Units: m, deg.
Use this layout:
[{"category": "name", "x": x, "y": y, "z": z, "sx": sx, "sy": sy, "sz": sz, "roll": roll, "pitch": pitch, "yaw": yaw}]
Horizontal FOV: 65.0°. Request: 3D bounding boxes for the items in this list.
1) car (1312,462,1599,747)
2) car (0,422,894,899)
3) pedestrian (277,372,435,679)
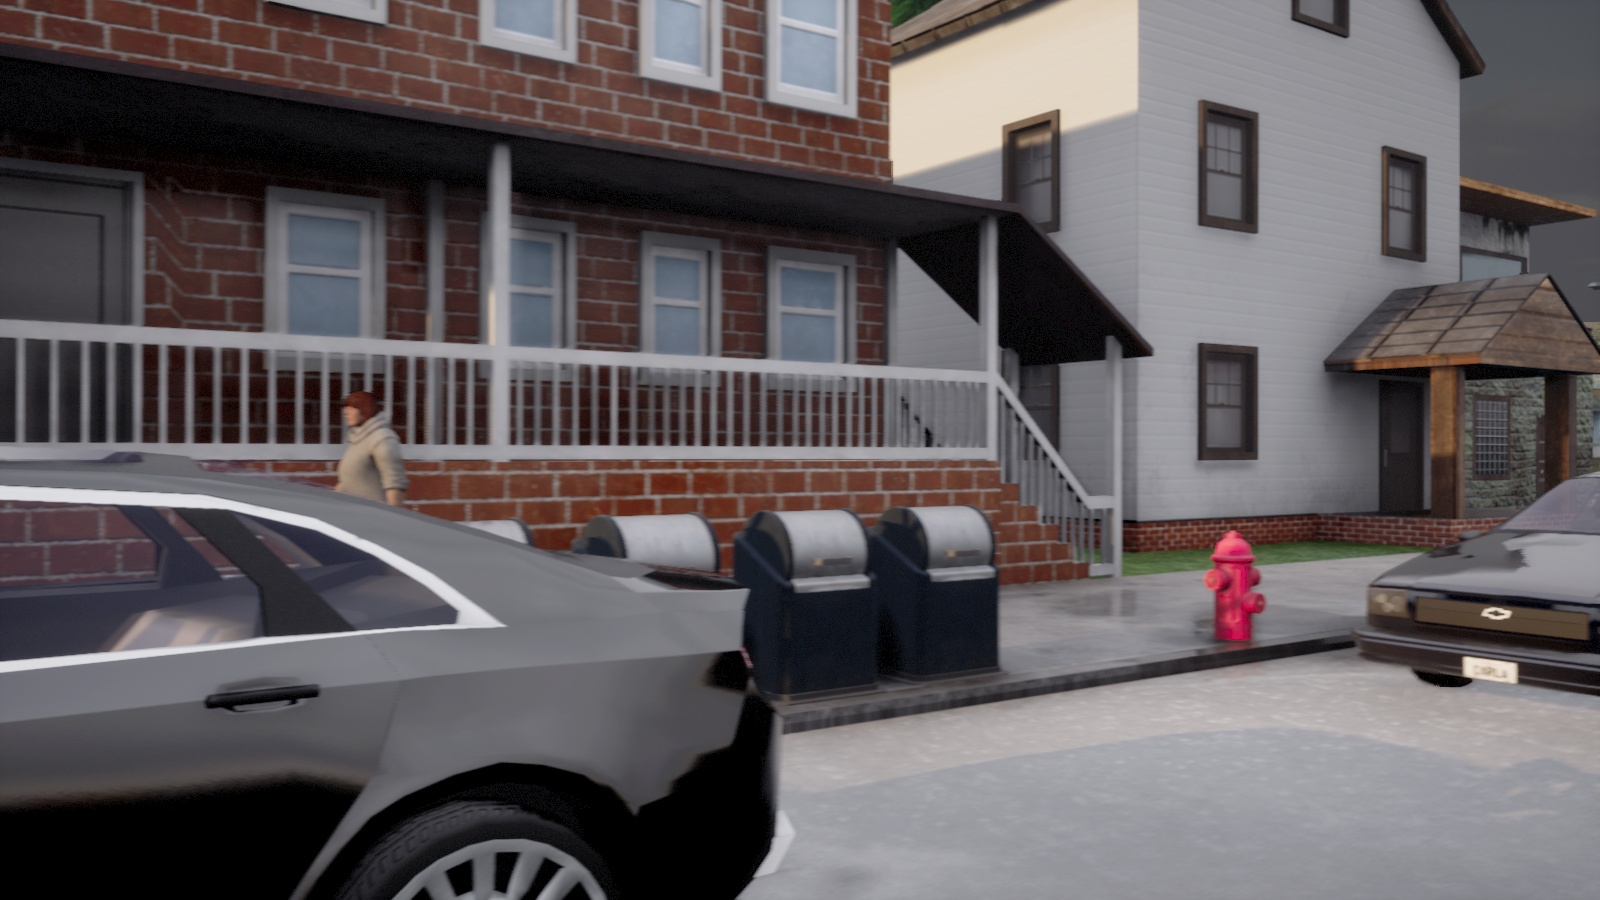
[{"category": "car", "x": 5.914, "y": 0.800, "z": 8.385, "sx": 5.357, "sy": 1.411, "sz": 2.033, "roll": 0, "pitch": 0, "yaw": -35}, {"category": "car", "x": -2.387, "y": 0.712, "z": 2.607, "sx": 4.902, "sy": 1.511, "sz": 2.128, "roll": 0, "pitch": 0, "yaw": -35}, {"category": "pedestrian", "x": -3.005, "y": 0.482, "z": 8.493, "sx": 0.873, "sy": 1.952, "sz": 0.659, "roll": 0, "pitch": 0, "yaw": -34}]
